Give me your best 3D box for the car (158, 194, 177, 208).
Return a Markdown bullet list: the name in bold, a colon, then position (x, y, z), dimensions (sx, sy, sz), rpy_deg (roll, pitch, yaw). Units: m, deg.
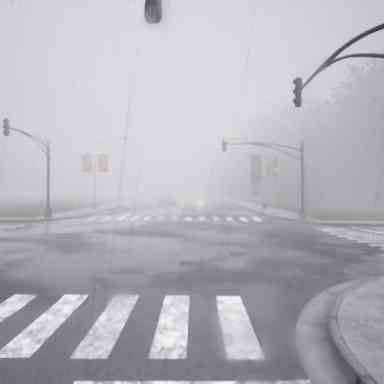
- **car**: position (-2.974, 0.992, 40.986), dimensions (2.097, 1.767, 4.553), rpy_deg (0, 0, 0)
